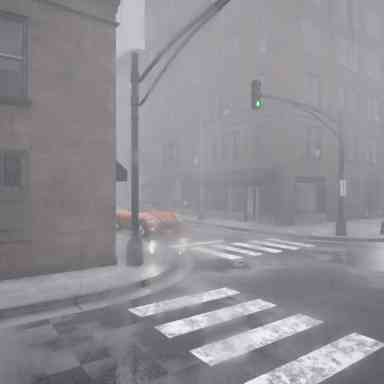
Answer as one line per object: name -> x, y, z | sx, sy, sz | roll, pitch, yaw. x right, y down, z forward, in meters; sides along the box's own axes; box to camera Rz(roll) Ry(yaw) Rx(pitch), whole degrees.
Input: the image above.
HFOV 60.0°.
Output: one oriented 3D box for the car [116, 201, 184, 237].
car -> -2.362, 1.263, 17.521 | 2.097, 1.767, 4.553 | 0, 0, -35
